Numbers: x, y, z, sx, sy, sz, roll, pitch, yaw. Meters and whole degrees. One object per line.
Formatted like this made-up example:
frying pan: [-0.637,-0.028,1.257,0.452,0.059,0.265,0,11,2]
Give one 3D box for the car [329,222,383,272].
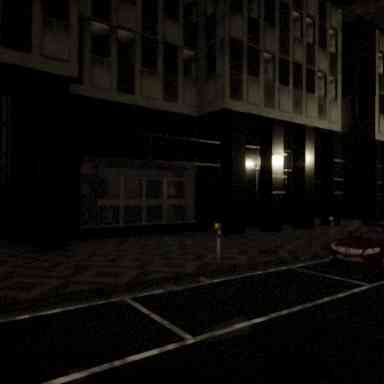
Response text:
car: [6.358,1.700,11.184,4.206,1.307,1.802,1,-1,-35]
